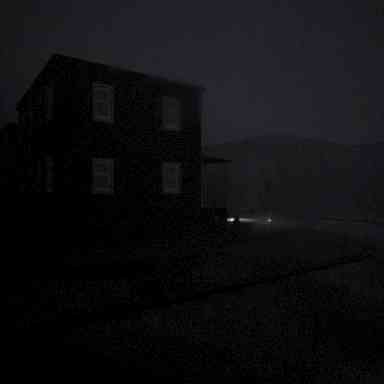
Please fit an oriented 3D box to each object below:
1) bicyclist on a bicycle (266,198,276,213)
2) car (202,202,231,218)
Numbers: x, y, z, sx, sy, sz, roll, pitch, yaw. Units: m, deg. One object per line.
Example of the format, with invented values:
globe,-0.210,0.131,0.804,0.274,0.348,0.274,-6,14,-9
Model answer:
bicyclist on a bicycle,8.284,1.346,34.774,1.656,1.620,0.582,0,0,-35
car,1.601,1.563,29.688,1.994,1.385,4.181,0,0,-35
